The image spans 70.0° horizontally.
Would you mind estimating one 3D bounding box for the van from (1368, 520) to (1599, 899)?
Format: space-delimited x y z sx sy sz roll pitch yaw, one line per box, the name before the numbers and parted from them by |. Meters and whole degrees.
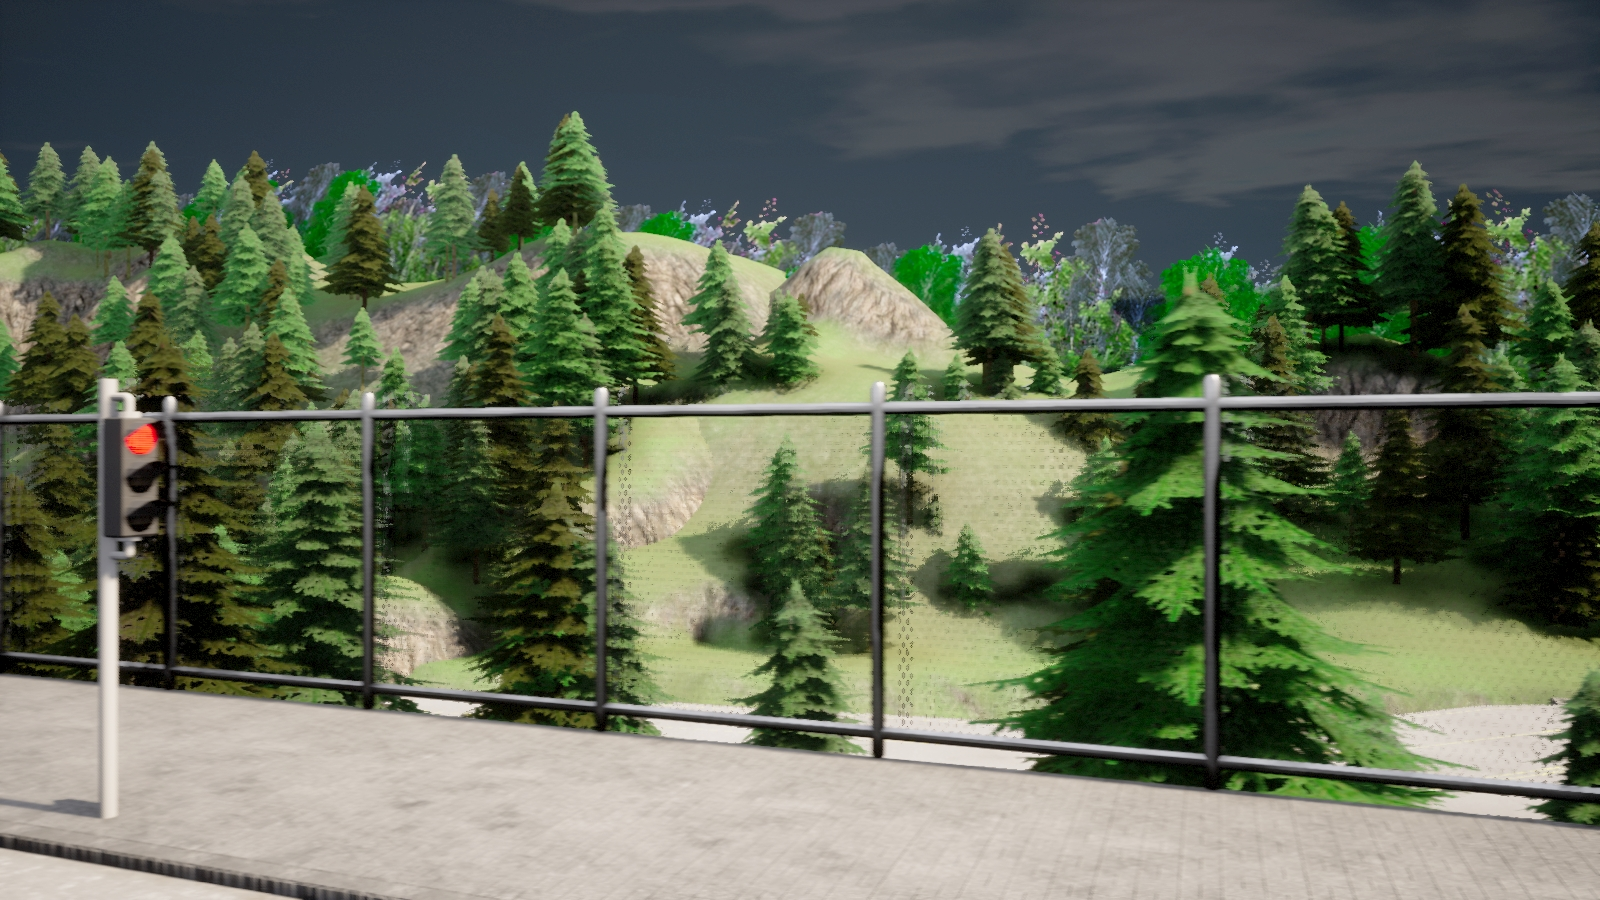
van | 4.501 1.534 2.196 5.915 2.561 1.988 0 0 20
